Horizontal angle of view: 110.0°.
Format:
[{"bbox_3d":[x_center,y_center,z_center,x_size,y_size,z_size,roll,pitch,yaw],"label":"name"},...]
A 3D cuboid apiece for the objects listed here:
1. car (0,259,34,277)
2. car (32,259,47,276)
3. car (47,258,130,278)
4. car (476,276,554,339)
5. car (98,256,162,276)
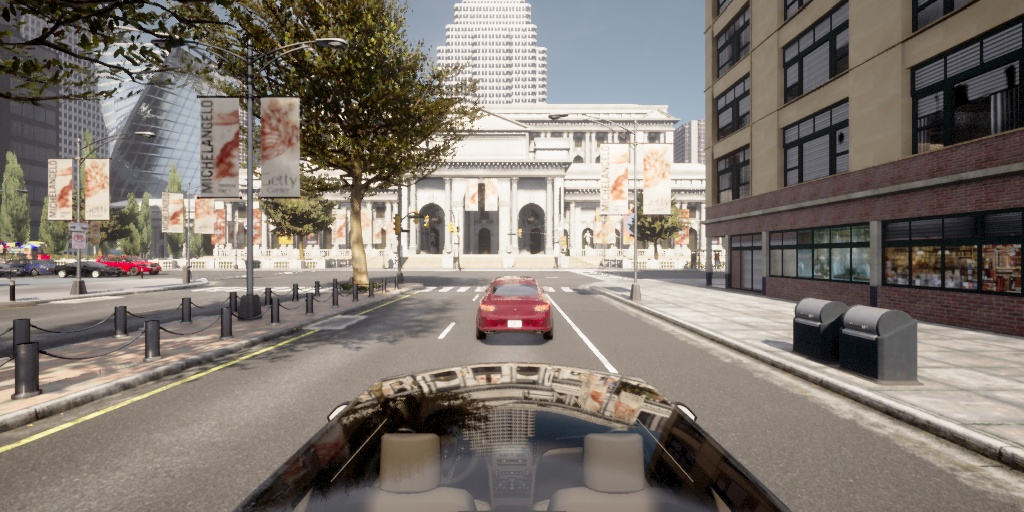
[{"bbox_3d":[-48.334,1.276,33.358,4.674,1.442,1.812,0,0,-1],"label":"car"},{"bbox_3d":[-49.141,1.102,36.831,4.553,1.767,2.097,0,0,-1],"label":"car"},{"bbox_3d":[-39.331,1.228,33.392,5.008,1.535,1.882,0,0,0],"label":"car"},{"bbox_3d":[0.076,1.276,9.924,1.812,1.442,4.674,0,0,0],"label":"car"},{"bbox_3d":[-39.522,0.971,36.894,5.566,2.045,2.150,0,0,0],"label":"car"}]
